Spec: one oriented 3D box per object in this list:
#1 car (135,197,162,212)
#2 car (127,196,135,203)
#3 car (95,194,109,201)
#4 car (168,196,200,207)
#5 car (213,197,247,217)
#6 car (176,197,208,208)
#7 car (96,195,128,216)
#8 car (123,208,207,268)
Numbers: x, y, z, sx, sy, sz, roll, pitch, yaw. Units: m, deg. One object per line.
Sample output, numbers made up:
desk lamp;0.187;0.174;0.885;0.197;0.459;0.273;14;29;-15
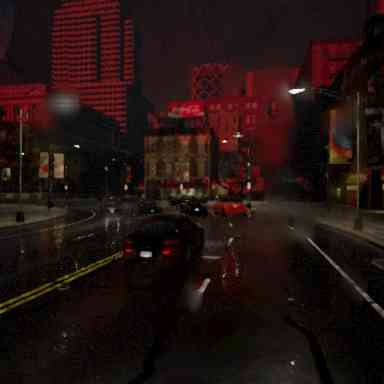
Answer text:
car;-3.829;1.410;30.234;1.994;1.385;4.181;0;0;-13
car;-11.659;1.280;60.120;4.718;1.301;1.895;0;0;41
car;-16.418;1.179;63.311;4.674;1.452;2.002;0;0;31
car;-1.467;1.280;43.449;2.128;1.511;4.902;0;0;-29
car;3.333;1.215;30.145;2.097;1.767;4.553;0;0;-9
car;0.066;1.424;29.226;1.994;1.385;4.181;0;0;-9
car;-7.475;1.327;30.719;2.128;1.511;4.902;0;0;-16
car;-0.752;1.471;11.022;1.812;1.442;4.674;0;0;11
